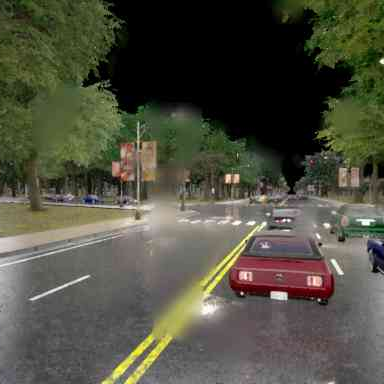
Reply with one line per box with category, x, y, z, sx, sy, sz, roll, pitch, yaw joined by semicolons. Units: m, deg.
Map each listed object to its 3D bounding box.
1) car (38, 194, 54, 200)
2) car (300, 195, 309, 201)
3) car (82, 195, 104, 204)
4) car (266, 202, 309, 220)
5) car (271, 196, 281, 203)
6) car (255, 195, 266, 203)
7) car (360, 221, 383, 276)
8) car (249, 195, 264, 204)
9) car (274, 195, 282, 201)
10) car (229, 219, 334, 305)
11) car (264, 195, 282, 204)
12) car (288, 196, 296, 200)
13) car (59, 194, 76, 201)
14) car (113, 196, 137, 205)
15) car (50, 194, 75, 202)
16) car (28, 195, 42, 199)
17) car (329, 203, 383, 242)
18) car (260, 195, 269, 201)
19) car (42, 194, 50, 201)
car;-37.337;1.225;85.100;4.674;1.442;1.812;0;0;40
car;30.400;1.520;89.918;1.837;1.490;4.892;0;0;17
car;-17.995;1.303;60.331;5.008;1.535;1.882;0;0;40
car;4.872;1.505;17.057;1.837;1.490;4.892;0;0;17
car;18.267;1.604;72.422;1.895;1.301;4.718;0;0;17
car;15.073;1.486;73.094;1.882;1.535;5.008;0;0;17
car;5.432;1.601;7.585;1.895;1.301;4.718;0;0;16
car;12.151;1.554;63.643;2.033;1.411;5.357;0;0;18
car;21.292;1.489;82.341;1.882;1.535;5.008;0;0;17
car;2.222;1.601;8.185;1.895;1.301;4.718;0;0;17
car;15.228;1.554;62.609;2.033;1.411;5.357;0;0;18
car;26.816;1.613;89.303;1.895;1.301;4.718;0;0;17
car;-29.463;1.260;78.504;4.674;1.442;1.812;0;0;40
car;-10.803;1.363;54.270;4.902;1.511;2.128;0;0;40
car;-25.721;1.304;66.890;4.902;1.511;2.128;0;0;40
car;-39.304;1.297;82.508;4.718;1.301;1.895;0;0;40
car;8.010;1.352;16.197;2.097;1.767;4.553;0;0;17
car;18.069;1.535;82.912;1.812;1.442;4.674;0;0;17
car;-31.320;1.263;75.820;4.902;1.511;2.128;0;0;40
